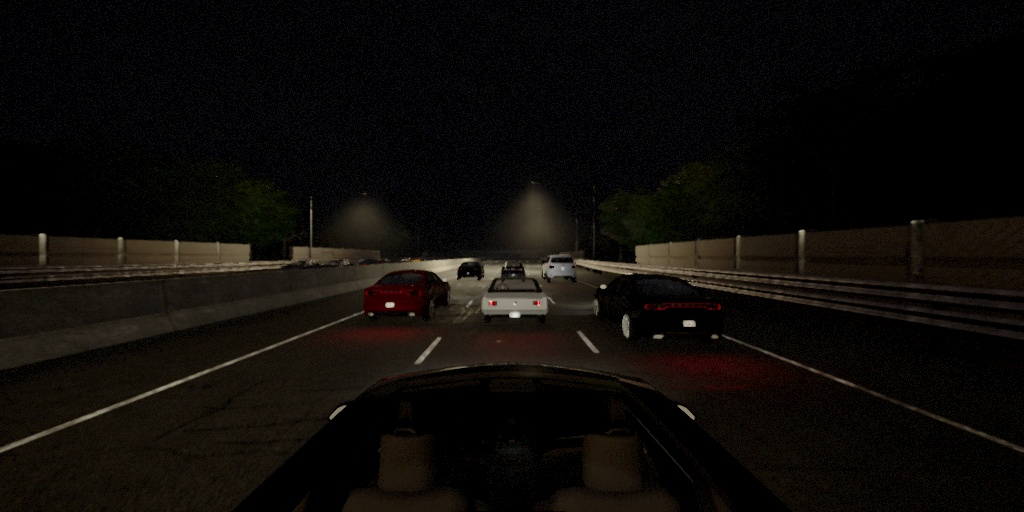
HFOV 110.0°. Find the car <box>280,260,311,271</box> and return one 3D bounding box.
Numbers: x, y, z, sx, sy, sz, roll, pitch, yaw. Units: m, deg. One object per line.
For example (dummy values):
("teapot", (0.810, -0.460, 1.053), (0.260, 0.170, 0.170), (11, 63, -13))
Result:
("car", (-21.105, 1.180, 36.045), (2.128, 1.511, 4.902), (0, 0, 0))

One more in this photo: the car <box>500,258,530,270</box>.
("car", (0.083, 1.194, 28.818), (2.128, 1.511, 4.902), (0, 0, 0))

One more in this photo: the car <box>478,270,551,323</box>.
("car", (0.088, 1.333, 12.105), (1.895, 1.301, 4.718), (0, 0, 0))

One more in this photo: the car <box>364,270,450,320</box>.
("car", (-3.414, 1.209, 12.521), (1.882, 1.535, 5.008), (0, 0, 0))

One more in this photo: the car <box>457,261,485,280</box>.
("car", (-3.416, 1.177, 30.332), (1.882, 1.535, 5.008), (0, 0, 0))

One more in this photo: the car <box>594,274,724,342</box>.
("car", (3.580, 1.214, 9.718), (1.882, 1.535, 5.008), (0, 0, 0))

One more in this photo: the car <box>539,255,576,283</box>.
("car", (3.584, 0.926, 27.939), (2.150, 2.045, 5.566), (0, 0, 0))

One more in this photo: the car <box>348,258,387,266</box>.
("car", (-14.106, 1.041, 36.008), (2.097, 1.767, 4.553), (0, 0, 0))

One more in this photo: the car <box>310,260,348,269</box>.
("car", (-17.606, 1.180, 36.044), (2.128, 1.511, 4.902), (0, 0, 0))
